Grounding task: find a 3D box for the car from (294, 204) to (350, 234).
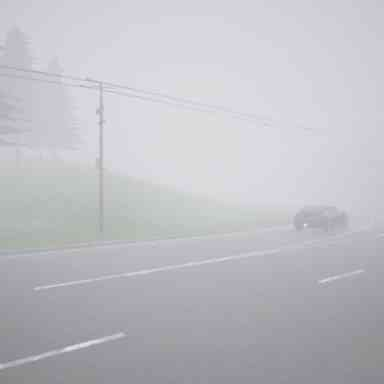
[{"bbox_3d":[7.692,1.498,19.555,1.837,1.490,4.892,1,1,43],"label":"car"}]
